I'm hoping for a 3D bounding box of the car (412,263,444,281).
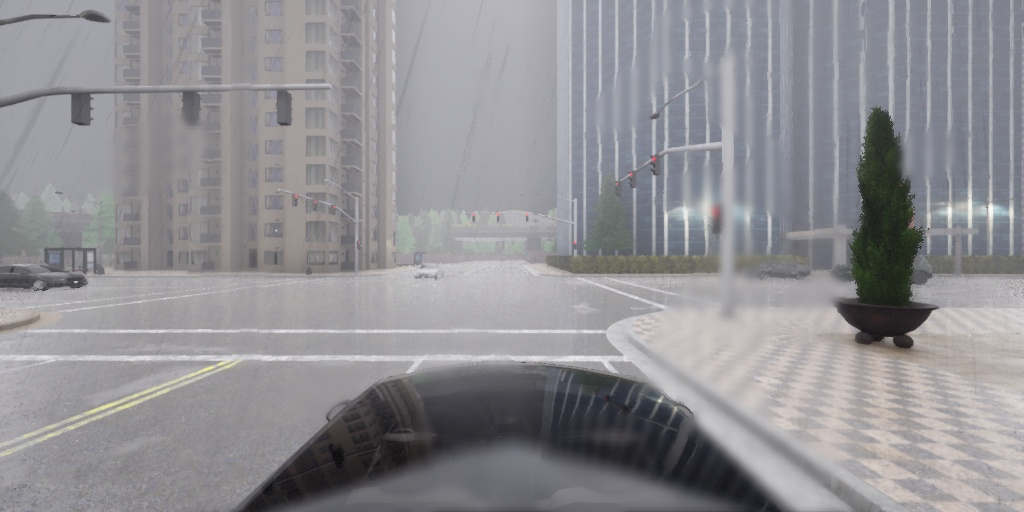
[{"bbox_3d":[-6.972,1.331,30.551,1.812,1.442,4.674,0,0,0],"label":"car"}]

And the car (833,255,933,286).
[{"bbox_3d":[25.871,0.969,25.112,5.566,2.045,2.150,0,0,-1],"label":"car"}]

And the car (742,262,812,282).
[{"bbox_3d":[20.998,1.239,28.566,4.902,1.511,2.128,0,0,-1],"label":"car"}]

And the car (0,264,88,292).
[{"bbox_3d":[-27.880,1.252,20.897,4.892,1.490,1.837,0,0,-1],"label":"car"}]
